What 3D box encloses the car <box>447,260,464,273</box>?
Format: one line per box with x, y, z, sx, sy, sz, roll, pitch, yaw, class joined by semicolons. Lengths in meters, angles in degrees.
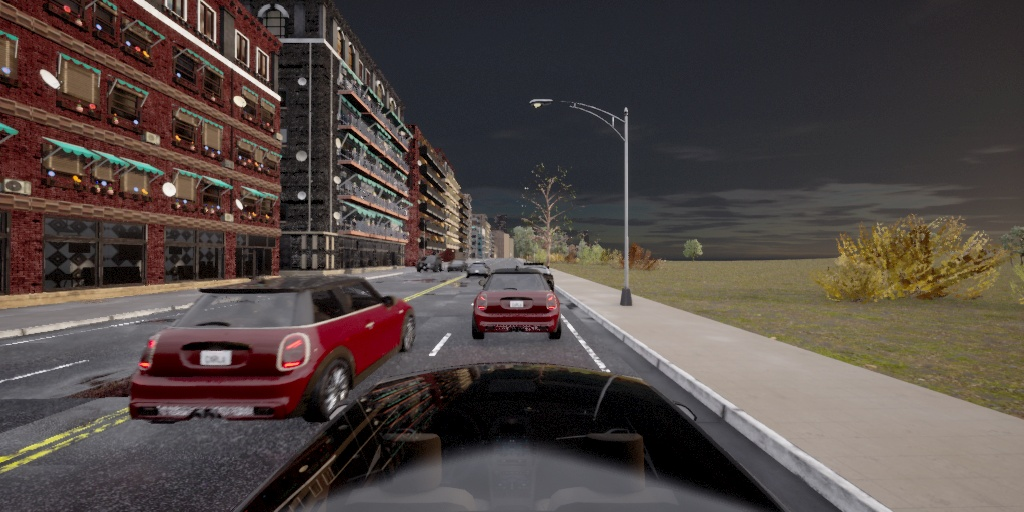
-6.512;1.229;43.008;1.882;1.535;5.008;0;0;0;car

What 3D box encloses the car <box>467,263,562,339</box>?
0.113;1.103;10.194;2.097;1.767;4.553;0;0;0;car

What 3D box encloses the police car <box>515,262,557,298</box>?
1.174;1.177;19.689;1.930;1.638;5.238;0;0;0;police car

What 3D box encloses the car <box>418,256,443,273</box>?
-9.764;0.973;42.939;2.150;2.045;5.566;0;0;0;car

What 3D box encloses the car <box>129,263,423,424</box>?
-3.144;1.103;5.938;2.097;1.767;4.553;0;0;0;car

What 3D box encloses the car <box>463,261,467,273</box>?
-3.083;1.315;33.793;1.994;1.385;4.181;0;0;0;car
